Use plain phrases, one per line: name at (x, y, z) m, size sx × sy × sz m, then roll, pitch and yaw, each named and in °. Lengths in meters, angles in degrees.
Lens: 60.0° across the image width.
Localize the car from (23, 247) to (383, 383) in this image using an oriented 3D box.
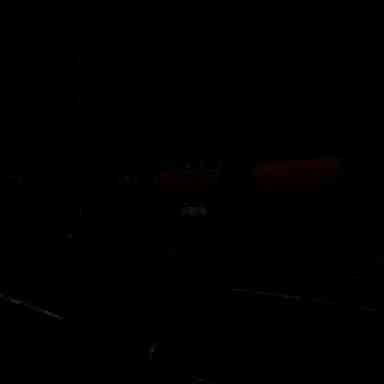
car at (1.003, 1.318, 2.123) m, size 5.009 × 1.841 × 2.192 m, roll 0°, pitch -2°, yaw 36°
